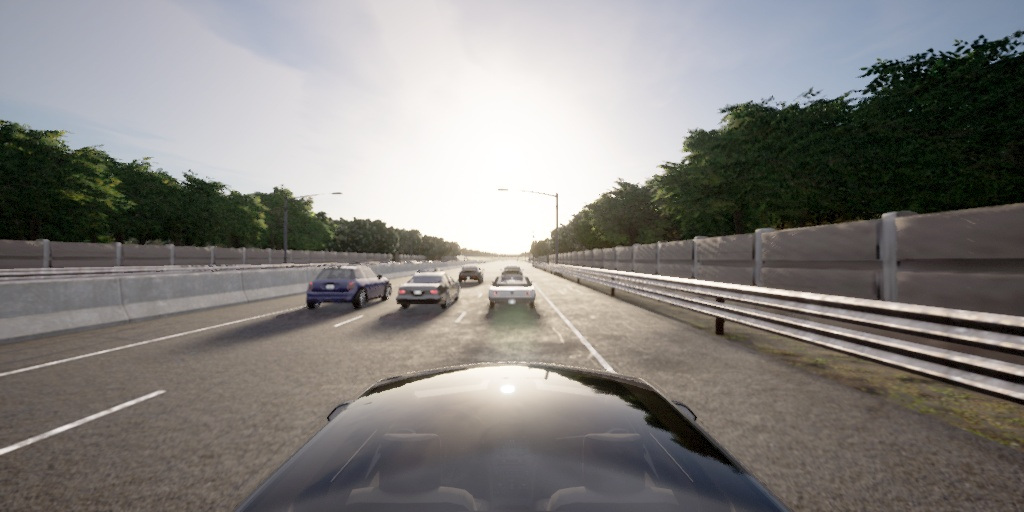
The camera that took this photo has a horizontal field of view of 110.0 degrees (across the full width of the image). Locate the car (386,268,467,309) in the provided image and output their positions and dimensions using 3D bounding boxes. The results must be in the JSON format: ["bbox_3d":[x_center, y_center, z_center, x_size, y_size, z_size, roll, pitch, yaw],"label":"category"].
[{"bbox_3d":[-3.497,1.427,15.832,2.033,1.411,5.357,0,0,0],"label":"car"}]

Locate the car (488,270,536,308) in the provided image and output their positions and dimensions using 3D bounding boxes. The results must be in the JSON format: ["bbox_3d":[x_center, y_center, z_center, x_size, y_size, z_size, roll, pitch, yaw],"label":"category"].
[{"bbox_3d":[0.004,1.481,15.947,1.895,1.301,4.718,0,0,0],"label":"car"}]

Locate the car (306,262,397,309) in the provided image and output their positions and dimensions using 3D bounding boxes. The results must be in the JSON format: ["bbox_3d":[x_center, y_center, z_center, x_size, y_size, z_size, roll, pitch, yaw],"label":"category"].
[{"bbox_3d":[-6.996,1.230,15.923,2.097,1.767,4.553,0,-1,0],"label":"car"}]

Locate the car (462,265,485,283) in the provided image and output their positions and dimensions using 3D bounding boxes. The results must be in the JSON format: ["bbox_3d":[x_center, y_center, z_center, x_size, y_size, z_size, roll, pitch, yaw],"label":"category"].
[{"bbox_3d":[-3.491,1.525,31.141,1.837,1.490,4.892,0,0,0],"label":"car"}]

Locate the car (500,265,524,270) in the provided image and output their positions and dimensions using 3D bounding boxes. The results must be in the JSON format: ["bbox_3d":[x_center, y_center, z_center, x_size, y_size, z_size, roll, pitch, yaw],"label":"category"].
[{"bbox_3d":[0.009,1.526,31.145,1.837,1.490,4.892,0,0,0],"label":"car"}]
